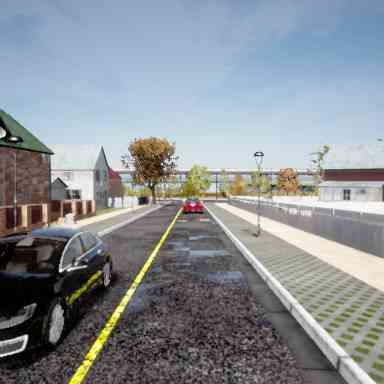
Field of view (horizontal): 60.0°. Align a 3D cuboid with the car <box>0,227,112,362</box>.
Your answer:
[{"bbox_3d":[-2.851,1.500,6.256,1.837,1.490,4.892,0,0,0],"label":"car"}]

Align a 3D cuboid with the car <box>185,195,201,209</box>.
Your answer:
[{"bbox_3d":[0.096,1.348,45.108,2.097,1.767,4.553,0,0,0],"label":"car"}]

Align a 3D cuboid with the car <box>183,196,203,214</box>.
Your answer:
[{"bbox_3d":[0.095,1.341,35.347,2.097,1.767,4.553,0,0,0],"label":"car"}]
